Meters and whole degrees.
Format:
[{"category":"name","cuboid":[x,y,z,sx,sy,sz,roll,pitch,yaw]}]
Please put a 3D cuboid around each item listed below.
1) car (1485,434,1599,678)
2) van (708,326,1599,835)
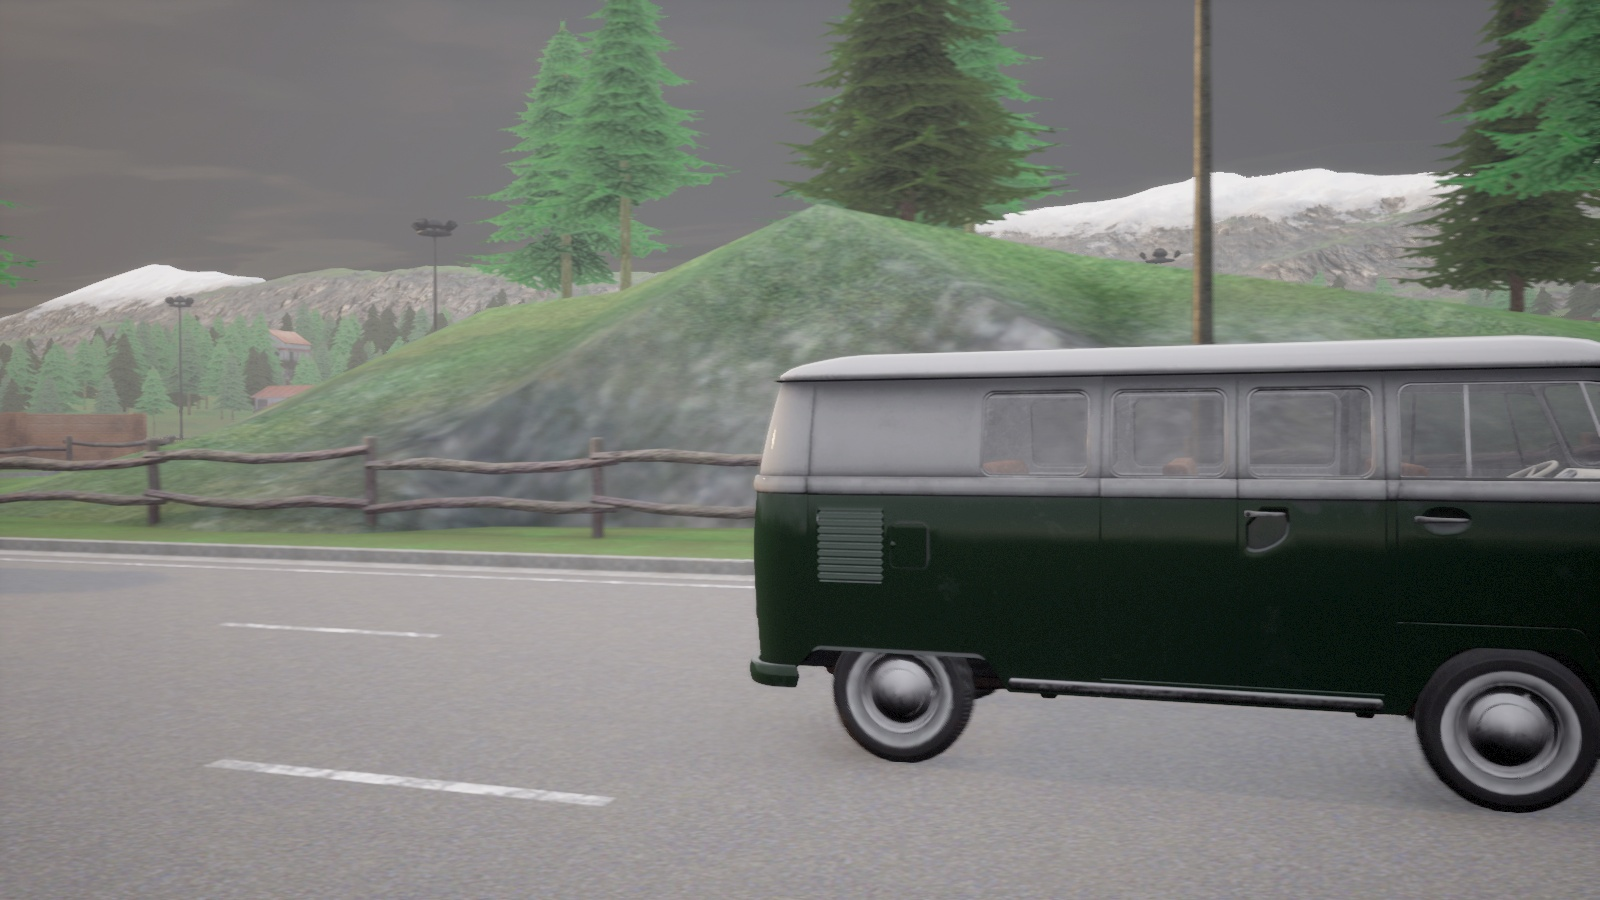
[{"category":"car","cuboid":[7.187,0.666,8.159,4.514,1.525,2.007,0,1,19]},{"category":"van","cuboid":[1.945,0.488,6.228,4.442,1.987,1.775,0,1,19]}]
